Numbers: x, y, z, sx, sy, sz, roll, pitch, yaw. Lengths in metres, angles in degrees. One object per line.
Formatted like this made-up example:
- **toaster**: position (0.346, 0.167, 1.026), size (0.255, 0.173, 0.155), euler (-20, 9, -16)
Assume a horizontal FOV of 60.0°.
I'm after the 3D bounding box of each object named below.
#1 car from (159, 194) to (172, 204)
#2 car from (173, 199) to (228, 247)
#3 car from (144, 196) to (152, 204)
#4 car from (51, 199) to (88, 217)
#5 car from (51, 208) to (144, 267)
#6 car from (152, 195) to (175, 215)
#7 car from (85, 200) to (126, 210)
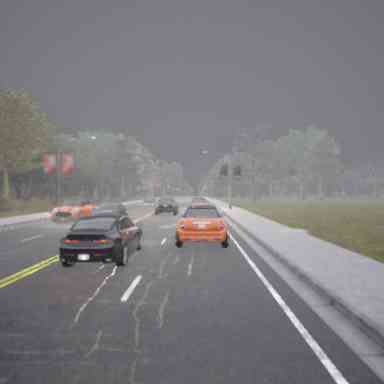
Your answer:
- **car**: position (-5.331, 1.387, 67.177), size (2.097, 1.767, 4.553), euler (0, 0, 1)
- **car**: position (0.433, 1.360, 15.225), size (2.097, 1.767, 4.553), euler (0, 0, 1)
- **car**: position (-8.577, 1.554, 67.182), size (2.128, 1.511, 4.902), euler (0, 0, 1)
- **car**: position (-9.329, 1.354, 26.401), size (2.097, 1.767, 4.553), euler (0, 0, 1)
- **car**: position (-2.881, 1.508, 11.399), size (1.837, 1.490, 4.892), euler (0, 0, 1)
- **car**: position (-2.510, 1.367, 34.133), size (2.097, 1.767, 4.553), euler (0, 0, 1)
- **car**: position (-6.106, 1.511, 24.891), size (1.837, 1.490, 4.892), euler (0, 0, 1)
